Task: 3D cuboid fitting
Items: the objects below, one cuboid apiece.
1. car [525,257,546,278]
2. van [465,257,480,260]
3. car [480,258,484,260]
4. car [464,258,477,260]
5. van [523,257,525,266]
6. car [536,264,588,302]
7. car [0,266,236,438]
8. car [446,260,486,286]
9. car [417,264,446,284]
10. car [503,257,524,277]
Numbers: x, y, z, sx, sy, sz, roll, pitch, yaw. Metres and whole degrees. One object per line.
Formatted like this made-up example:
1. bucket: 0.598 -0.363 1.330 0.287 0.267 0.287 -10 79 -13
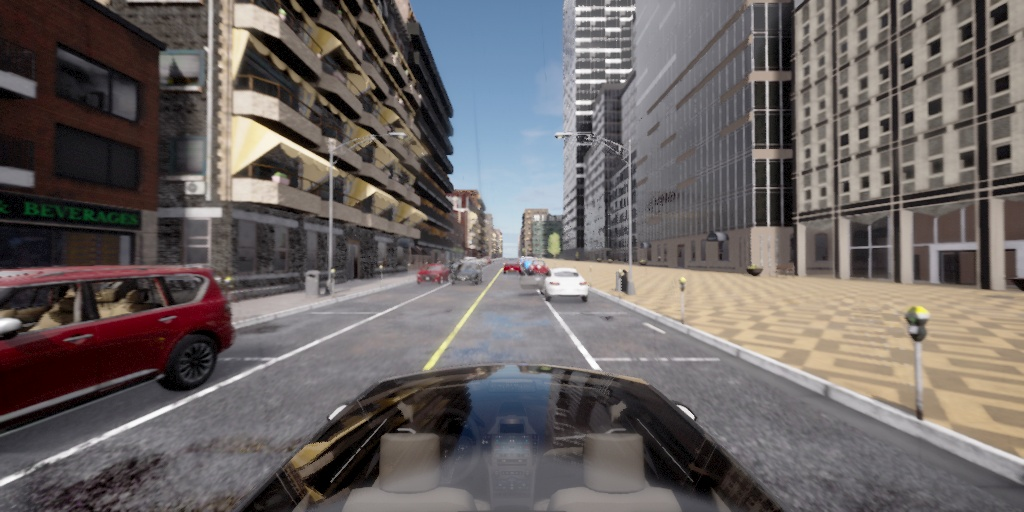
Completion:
1. car: 2.689 1.156 37.461 1.967 1.591 4.097 0 0 0
2. van: -5.693 1.048 48.602 1.690 1.789 3.998 0 0 0
3. car: -5.693 1.228 54.001 1.751 1.417 4.829 0 0 0
4. car: -5.692 1.262 43.031 2.007 1.370 4.403 0 0 0
5. van: 2.688 1.044 54.171 1.690 1.789 3.998 0 0 0
6. car: 2.351 1.261 16.866 1.812 1.442 4.674 0 0 0
7. car: -5.689 1.062 4.045 2.192 1.841 5.009 0 0 0
8. car: -3.098 1.232 25.281 1.837 1.490 4.892 0 0 0
9. car: -5.691 1.271 26.322 1.888 1.381 4.507 0 0 0
10. car: 0.038 1.192 39.877 1.882 1.535 5.008 0 0 1
